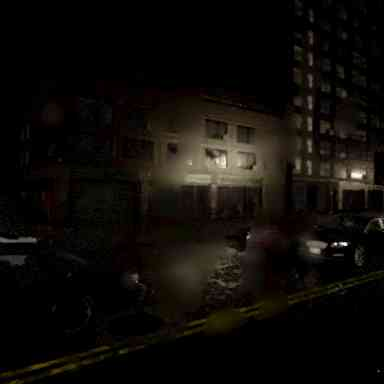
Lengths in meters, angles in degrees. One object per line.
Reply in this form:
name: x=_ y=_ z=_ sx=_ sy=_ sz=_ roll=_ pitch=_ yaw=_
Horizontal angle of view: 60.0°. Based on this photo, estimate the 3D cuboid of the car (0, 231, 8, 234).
car: x=-5.884 y=1.523 z=7.399 sx=4.674 sy=1.442 sz=1.812 roll=0 pitch=0 yaw=-35

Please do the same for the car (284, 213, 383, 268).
car: x=5.780 y=1.553 z=11.673 sx=4.902 sy=1.511 sz=2.128 roll=0 pitch=0 yaw=-35

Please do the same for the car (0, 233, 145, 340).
car: x=-3.426 y=1.549 z=5.139 sx=5.357 sy=1.411 sz=2.033 roll=0 pitch=0 yaw=-35

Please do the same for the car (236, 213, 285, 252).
car: x=3.892 y=1.626 z=14.318 sx=4.181 sy=1.385 sz=1.994 roll=0 pitch=0 yaw=-35
